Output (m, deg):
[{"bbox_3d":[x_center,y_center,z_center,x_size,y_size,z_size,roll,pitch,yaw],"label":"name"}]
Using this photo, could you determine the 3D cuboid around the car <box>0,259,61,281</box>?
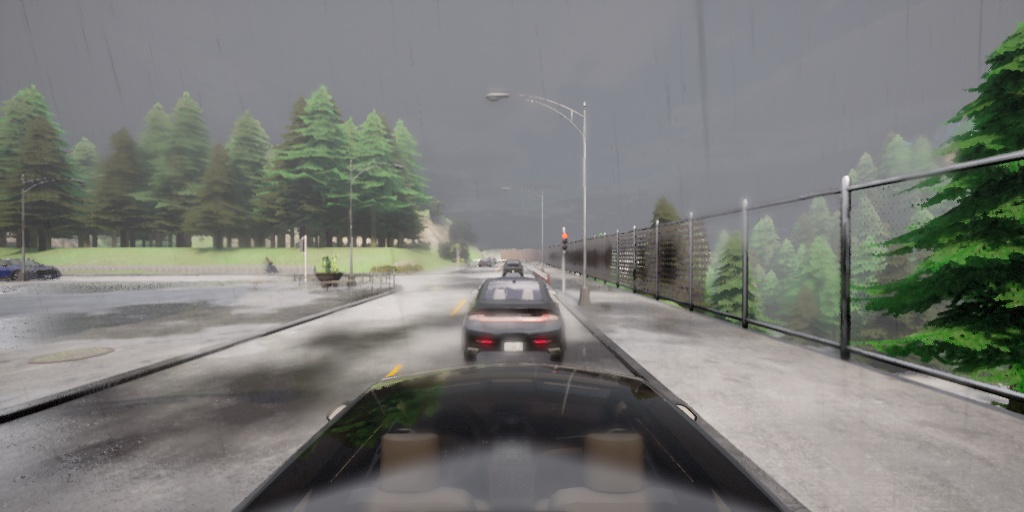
[{"bbox_3d":[-37.436,0.983,27.188,4.553,1.767,2.097,0,0,0],"label":"car"}]

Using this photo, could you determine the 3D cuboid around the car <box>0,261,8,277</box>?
[{"bbox_3d":[-47.623,1.137,31.331,4.674,1.442,1.812,0,0,1],"label":"car"}]

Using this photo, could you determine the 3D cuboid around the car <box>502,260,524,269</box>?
[{"bbox_3d":[0.095,1.100,34.554,1.837,1.490,4.892,0,0,0],"label":"car"}]

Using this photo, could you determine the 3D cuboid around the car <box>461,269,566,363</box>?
[{"bbox_3d":[0.047,1.211,8.090,2.128,1.511,4.902,0,0,1],"label":"car"}]

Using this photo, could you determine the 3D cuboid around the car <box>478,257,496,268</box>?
[{"bbox_3d":[-4.071,1.046,54.931,2.033,1.411,5.357,0,0,0],"label":"car"}]

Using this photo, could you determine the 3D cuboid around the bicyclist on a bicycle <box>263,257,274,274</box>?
[{"bbox_3d":[-24.155,0.939,35.569,0.582,1.620,1.656,0,1,0],"label":"bicyclist on a bicycle"}]
